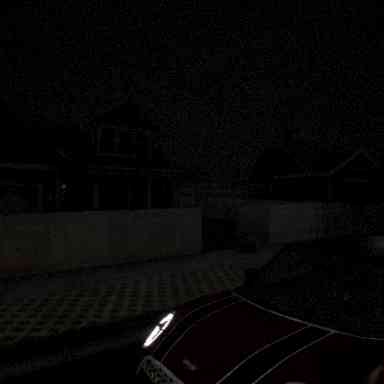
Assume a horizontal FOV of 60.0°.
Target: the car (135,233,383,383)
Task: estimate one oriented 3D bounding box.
[{"bbox_3d":[1.678,1.348,3.675,4.553,1.767,2.097,0,0,-34],"label":"car"}]
